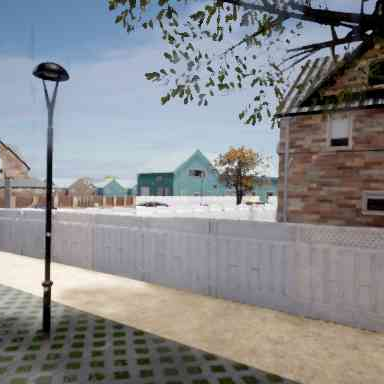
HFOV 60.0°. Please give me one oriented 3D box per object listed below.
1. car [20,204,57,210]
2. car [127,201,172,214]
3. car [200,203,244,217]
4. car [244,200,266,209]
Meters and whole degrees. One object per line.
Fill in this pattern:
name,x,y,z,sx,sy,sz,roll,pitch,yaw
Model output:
car,-11.263,1.595,23.699,1.994,1.385,4.181,3,1,43
car,-4.099,1.642,30.708,4.892,1.490,1.837,0,2,-42
car,2.351,1.780,32.311,5.008,1.535,1.882,1,1,-38
car,7.127,1.754,39.349,5.008,1.535,1.882,1,2,-33
